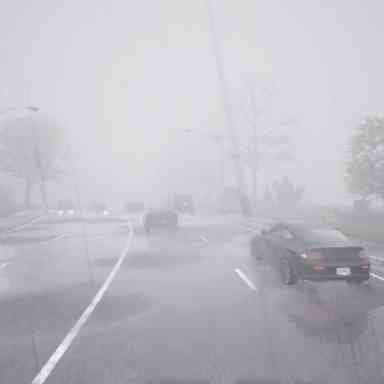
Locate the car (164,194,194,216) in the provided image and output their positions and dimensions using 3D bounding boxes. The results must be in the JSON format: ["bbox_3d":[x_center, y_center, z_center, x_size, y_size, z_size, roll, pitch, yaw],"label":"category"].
[{"bbox_3d":[-1.395,1.238,33.195,2.150,2.045,5.566,0,0,-16],"label":"car"}]

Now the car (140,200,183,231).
[{"bbox_3d":[-2.030,1.489,20.715,1.882,1.535,5.008,0,0,-10],"label":"car"}]

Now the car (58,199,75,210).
[{"bbox_3d":[-16.157,1.604,42.709,1.994,1.385,4.181,0,0,-23],"label":"car"}]

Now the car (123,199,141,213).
[{"bbox_3d":[-6.809,1.506,38.470,1.882,1.535,5.008,0,0,-19],"label":"car"}]

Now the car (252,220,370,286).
[{"bbox_3d":[3.036,1.519,9.340,1.812,1.442,4.674,0,0,-4],"label":"car"}]

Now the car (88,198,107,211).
[{"bbox_3d":[-11.762,1.513,41.250,1.882,1.535,5.008,0,0,-22],"label":"car"}]
